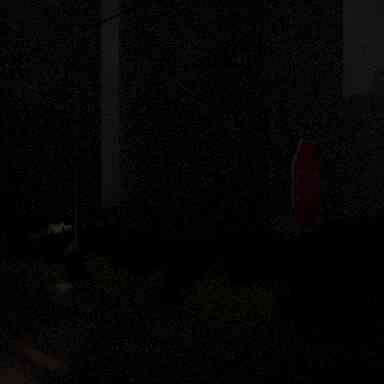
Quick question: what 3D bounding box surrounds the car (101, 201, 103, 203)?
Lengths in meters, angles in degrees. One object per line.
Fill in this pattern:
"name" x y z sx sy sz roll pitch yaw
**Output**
"car" -14.364 1.469 45.398 1.882 1.535 5.008 0 0 35
